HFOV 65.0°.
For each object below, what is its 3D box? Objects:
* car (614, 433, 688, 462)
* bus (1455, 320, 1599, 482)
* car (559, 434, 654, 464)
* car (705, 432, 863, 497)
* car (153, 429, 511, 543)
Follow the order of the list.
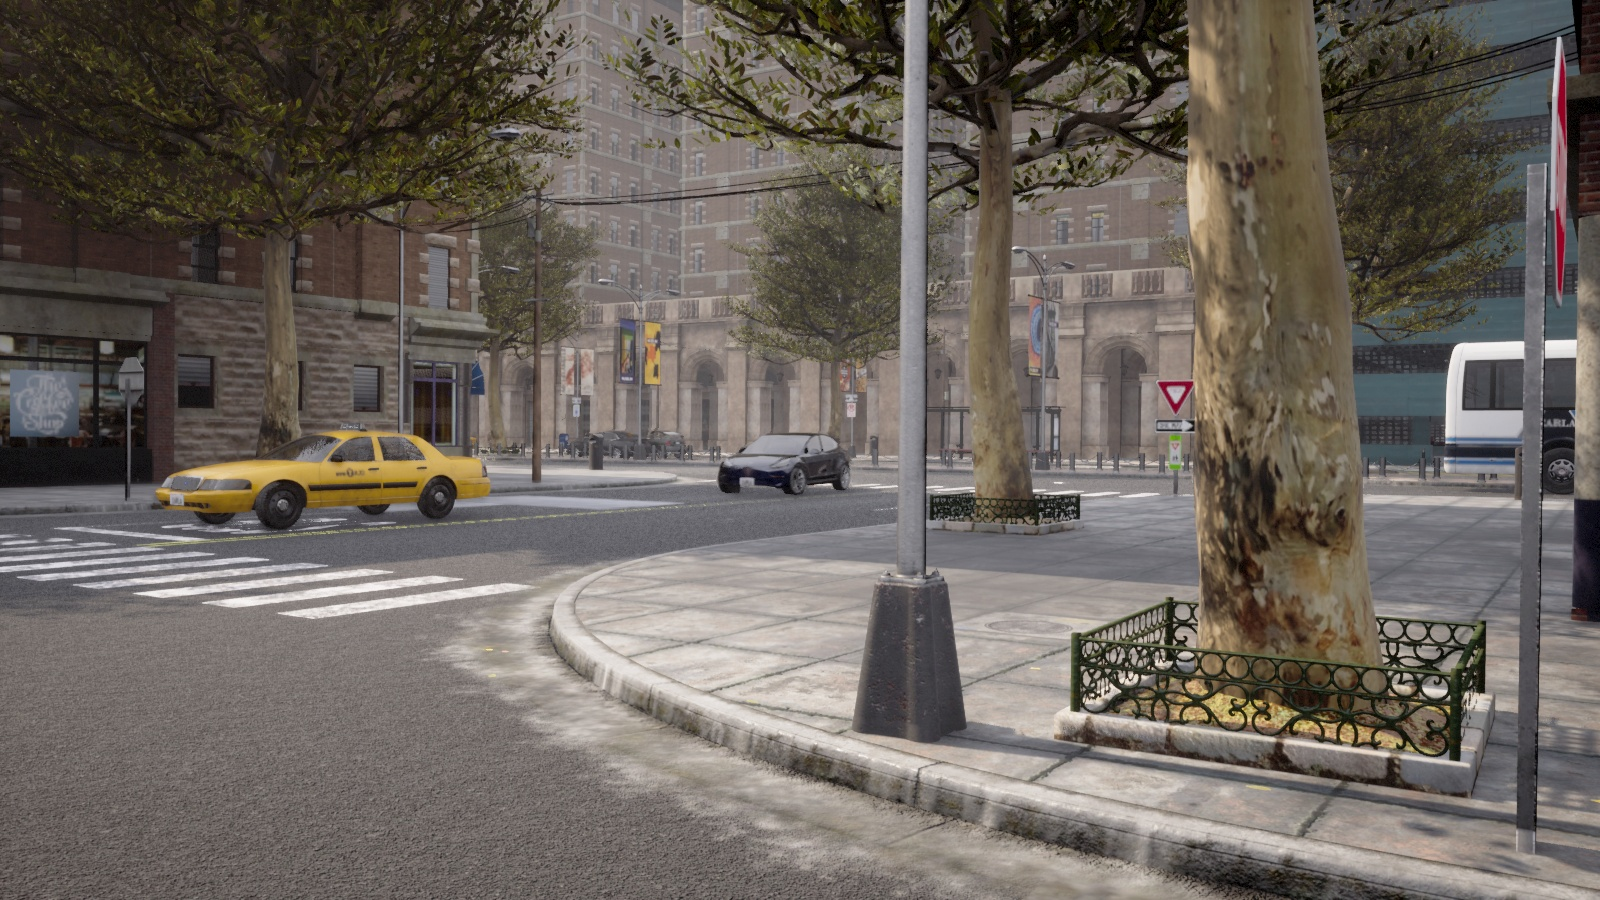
[{"bbox_3d":[-8.082,-0.147,68.110,3.705,1.549,1.789,0,1,33],"label":"car"},{"bbox_3d":[23.492,-1.316,33.570,10.273,4.253,3.944,0,1,33],"label":"bus"},{"bbox_3d":[-10.063,-0.063,65.225,4.892,1.490,1.837,0,1,33],"label":"car"},{"bbox_3d":[-0.289,0.305,31.398,2.163,1.488,4.792,0,1,24],"label":"car"},{"bbox_3d":[-7.281,0.460,20.214,1.801,1.575,5.366,0,1,33],"label":"car"}]
